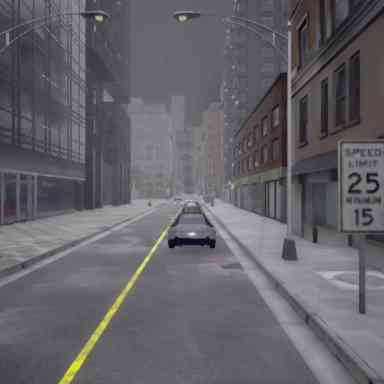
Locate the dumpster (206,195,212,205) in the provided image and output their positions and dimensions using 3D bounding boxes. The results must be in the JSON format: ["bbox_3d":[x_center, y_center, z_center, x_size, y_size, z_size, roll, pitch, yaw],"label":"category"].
[{"bbox_3d":[3.135,1.409,60.896,1.020,1.700,1.940,0,0,0],"label":"dumpster"}]

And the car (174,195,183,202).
[{"bbox_3d":[-2.999,1.469,75.934,1.882,1.535,5.008,0,0,0],"label":"car"}]

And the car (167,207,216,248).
[{"bbox_3d":[0.000,1.573,14.650,1.994,1.385,4.181,0,0,0],"label":"car"}]

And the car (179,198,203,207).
[{"bbox_3d":[0.000,1.535,29.650,1.812,1.442,4.674,0,0,0],"label":"car"}]
